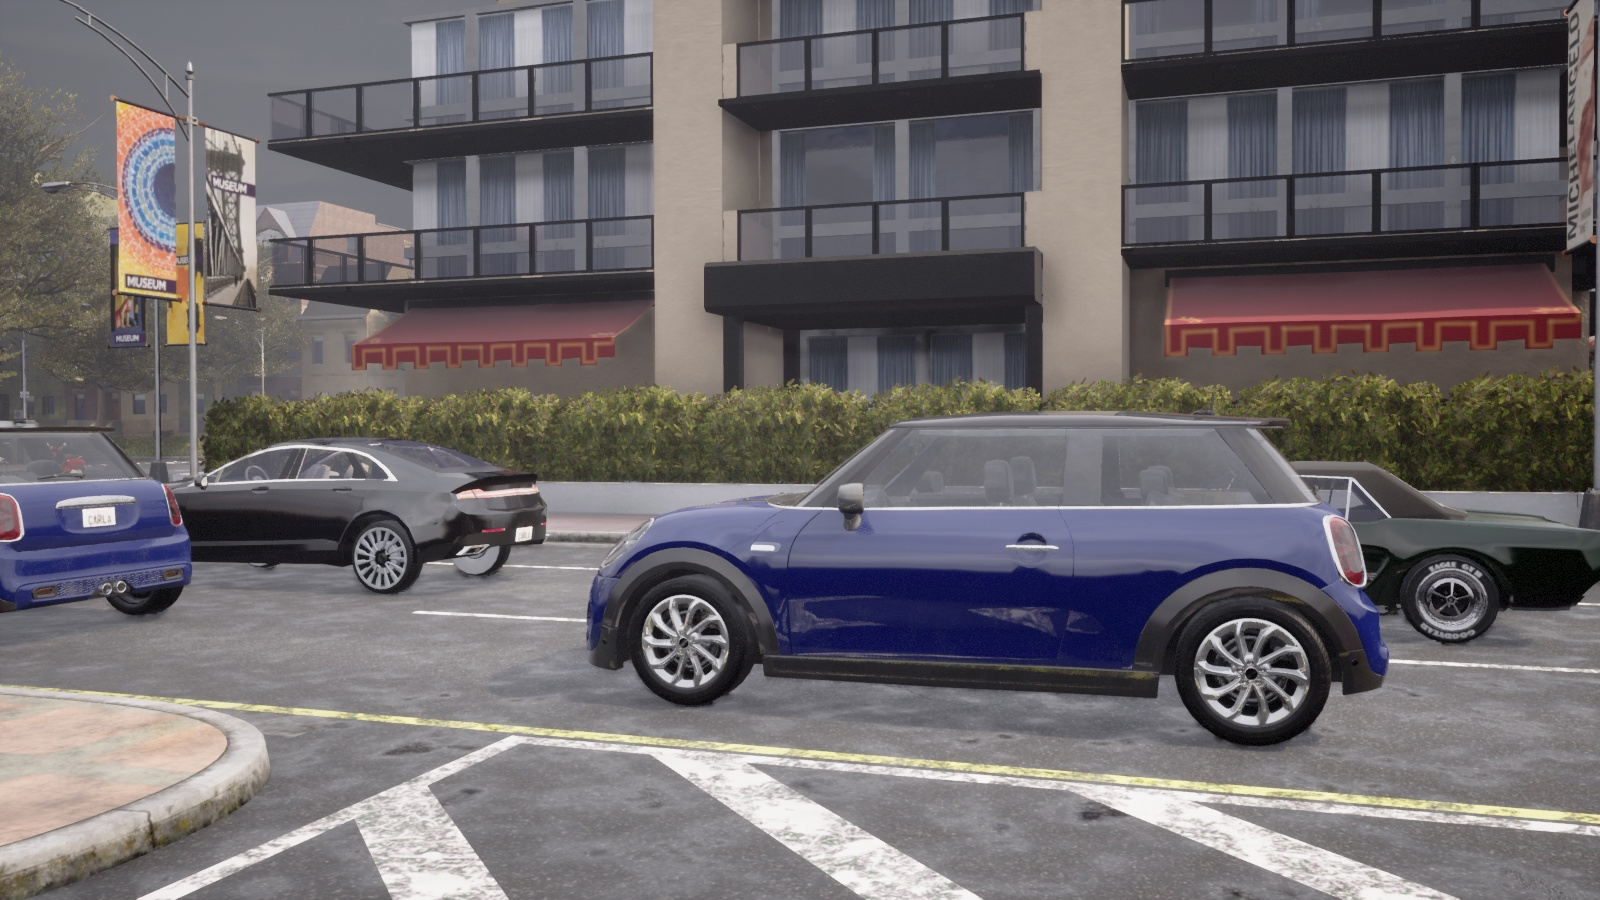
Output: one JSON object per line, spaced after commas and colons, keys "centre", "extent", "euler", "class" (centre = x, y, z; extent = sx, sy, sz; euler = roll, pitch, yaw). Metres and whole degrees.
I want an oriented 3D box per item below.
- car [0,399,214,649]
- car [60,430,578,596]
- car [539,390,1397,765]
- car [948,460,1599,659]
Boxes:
{"centre": [-7.503, 0.489, 10.465], "extent": [4.553, 1.767, 2.097], "euler": [1, 1, 19], "class": "car"}
{"centre": [-5.065, 0.550, 13.338], "extent": [4.902, 1.511, 2.128], "euler": [1, 1, 19], "class": "car"}
{"centre": [0.966, 0.567, 7.615], "extent": [4.553, 1.767, 2.097], "euler": [1, 1, 18], "class": "car"}
{"centre": [3.746, 0.775, 10.374], "extent": [4.718, 1.301, 1.895], "euler": [1, 1, 19], "class": "car"}
